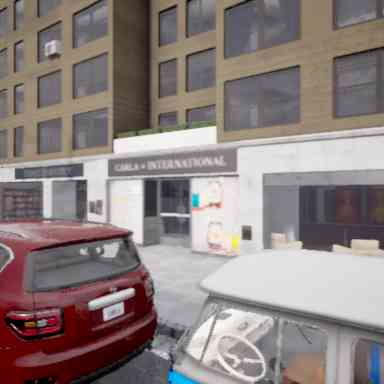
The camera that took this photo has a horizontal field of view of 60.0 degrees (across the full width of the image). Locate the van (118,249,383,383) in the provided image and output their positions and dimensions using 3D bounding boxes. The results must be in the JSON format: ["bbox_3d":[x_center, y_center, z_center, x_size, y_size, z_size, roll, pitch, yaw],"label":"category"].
[{"bbox_3d":[1.649,1.341,1.698,3.998,1.788,1.690,0,0,36],"label":"van"}]

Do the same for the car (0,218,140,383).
[{"bbox_3d":[-2.755,1.316,4.834,5.009,1.841,2.192,0,0,36],"label":"car"}]
